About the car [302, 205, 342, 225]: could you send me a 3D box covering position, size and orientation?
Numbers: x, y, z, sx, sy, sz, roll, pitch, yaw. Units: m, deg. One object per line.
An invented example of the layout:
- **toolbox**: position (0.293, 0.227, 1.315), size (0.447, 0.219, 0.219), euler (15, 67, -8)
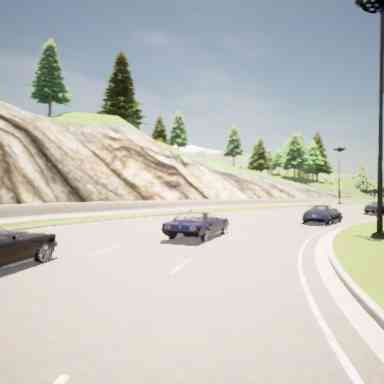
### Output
- **car**: position (9.974, 1.689, 25.336), size (1.994, 1.385, 4.181), euler (1, 0, 39)

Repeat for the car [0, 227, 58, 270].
- **car**: position (-5.710, 1.544, 8.958), size (1.895, 1.301, 4.718), euler (1, 0, 11)

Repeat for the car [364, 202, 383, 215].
- **car**: position (21.393, 1.807, 38.336), size (2.033, 1.411, 5.357), euler (1, 0, 42)

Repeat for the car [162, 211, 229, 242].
- **car**: position (0.358, 1.615, 16.634), size (1.895, 1.301, 4.718), euler (1, 0, 23)
